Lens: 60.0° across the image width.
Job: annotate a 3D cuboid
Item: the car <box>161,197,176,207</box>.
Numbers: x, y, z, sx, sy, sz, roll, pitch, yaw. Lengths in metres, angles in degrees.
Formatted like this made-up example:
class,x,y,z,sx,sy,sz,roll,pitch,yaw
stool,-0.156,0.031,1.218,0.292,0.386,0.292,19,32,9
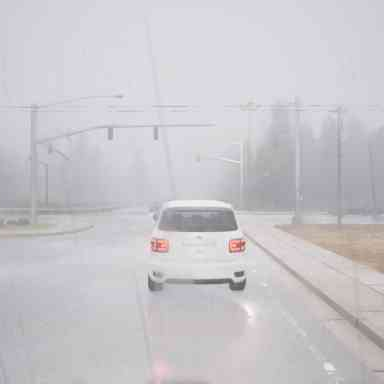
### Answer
class,x,y,z,sx,sy,sz,roll,pitch,yaw
car,-3.586,1.547,51.773,2.033,1.411,5.357,0,0,0

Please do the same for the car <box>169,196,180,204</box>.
class,x,y,z,sx,sy,sz,roll,pitch,yaw
car,-3.417,1.503,66.579,1.837,1.490,4.892,0,0,1

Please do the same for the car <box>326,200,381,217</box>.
class,x,y,z,sx,sy,sz,roll,pitch,yaw
car,14.898,1.518,30.544,4.902,1.511,2.128,0,0,1

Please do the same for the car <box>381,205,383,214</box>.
class,x,y,z,sx,sy,sz,roll,pitch,yaw
car,18.055,1.591,26.781,4.181,1.385,1.994,0,0,1

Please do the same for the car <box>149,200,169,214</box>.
class,x,y,z,sx,sy,sz,roll,pitch,yaw
car,-3.482,1.569,36.042,1.994,1.385,4.181,0,0,-3

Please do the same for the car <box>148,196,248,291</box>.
class,x,y,z,sx,sy,sz,roll,pitch,yaw
car,0.067,1.218,9.137,2.150,2.045,5.566,0,0,-2
